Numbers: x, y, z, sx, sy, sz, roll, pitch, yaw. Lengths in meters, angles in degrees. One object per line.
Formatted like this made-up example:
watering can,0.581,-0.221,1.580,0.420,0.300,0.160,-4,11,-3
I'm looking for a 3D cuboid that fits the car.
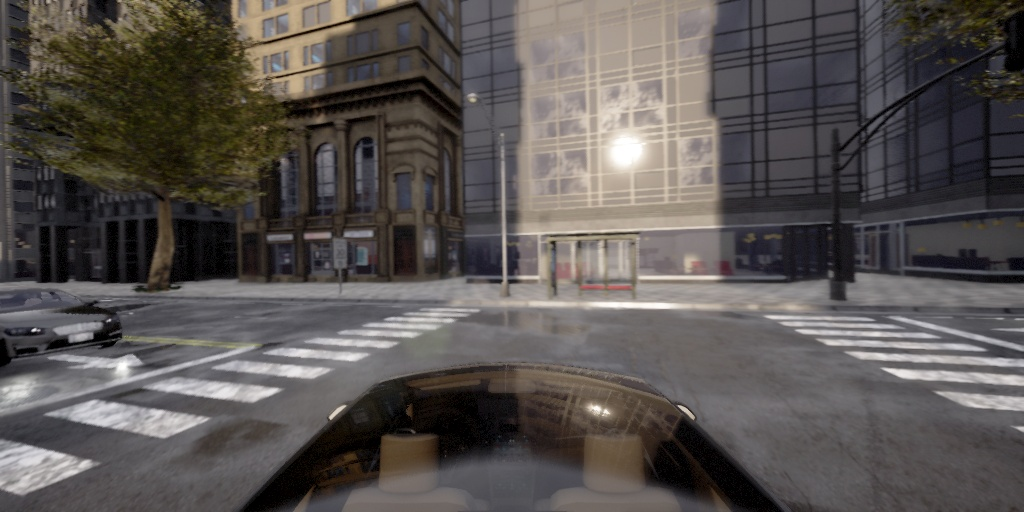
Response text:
car,-11.524,1.526,8.359,4.902,1.511,2.128,-1,0,17
